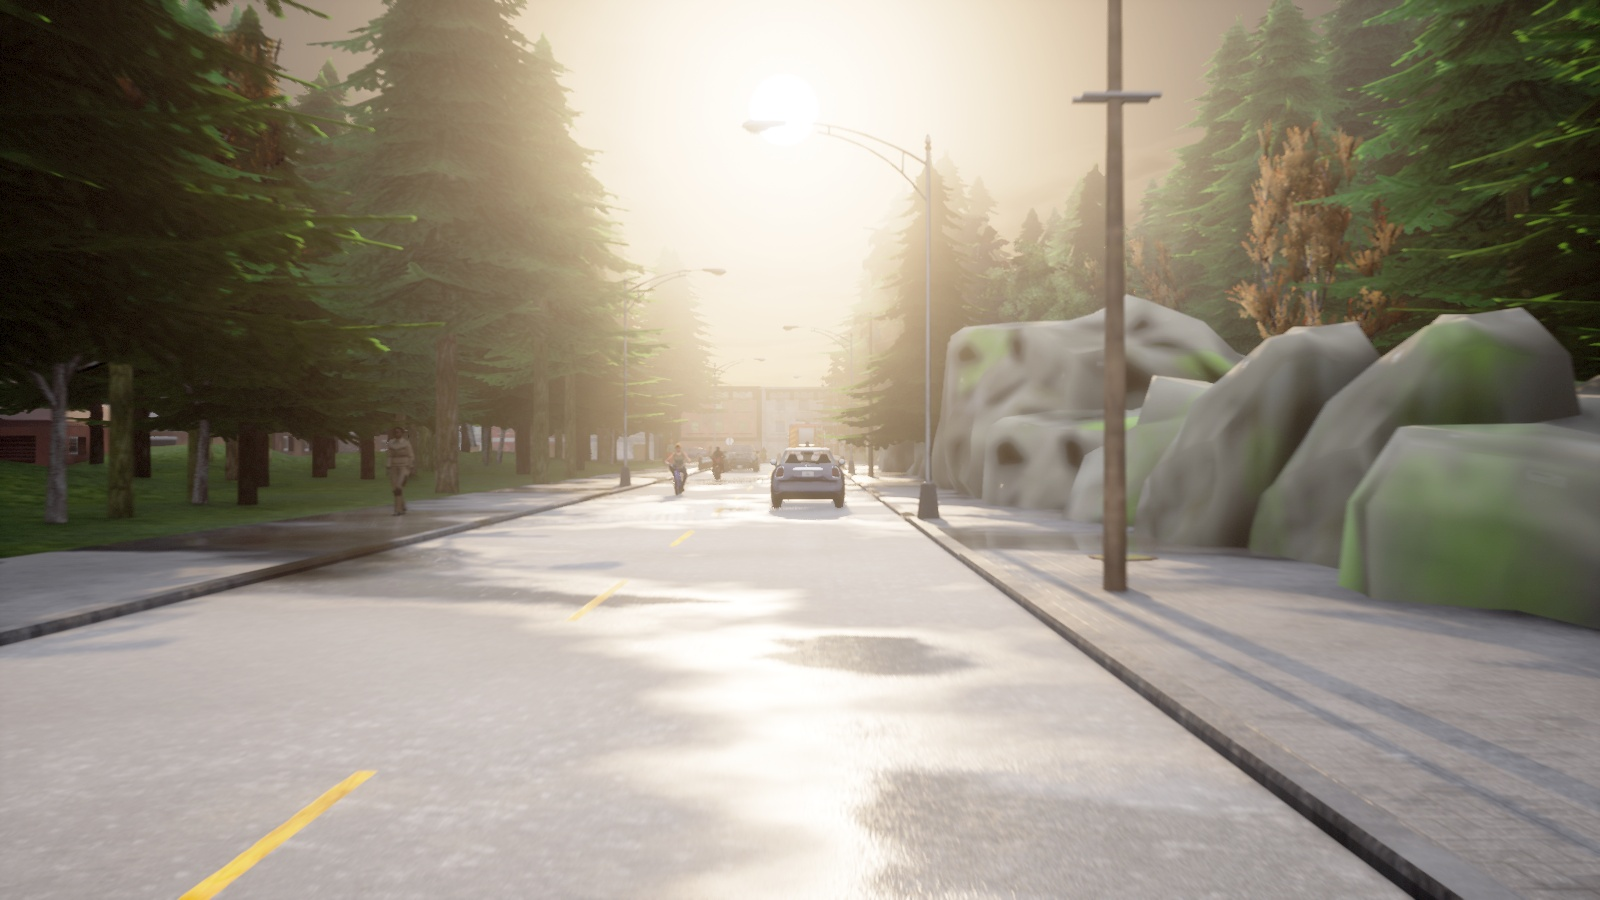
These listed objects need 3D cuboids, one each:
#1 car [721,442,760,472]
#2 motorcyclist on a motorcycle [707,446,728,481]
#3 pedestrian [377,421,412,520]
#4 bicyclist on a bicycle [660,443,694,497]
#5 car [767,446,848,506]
[{"bbox_3d":[-3.553,0.421,75.990,2.097,1.767,4.553,0,0,0],"label":"car"},{"bbox_3d":[-3.668,0.592,55.774,0.797,1.523,2.044,0,0,0],"label":"motorcyclist on a motorcycle"},{"bbox_3d":[-8.027,0.391,24.875,0.396,1.930,0.692,0,0,7],"label":"pedestrian"},{"bbox_3d":[-3.755,0.589,38.416,0.866,1.612,1.509,0,0,1],"label":"bicyclist on a bicycle"},{"bbox_3d":[0.200,0.634,32.600,1.970,1.475,3.806,0,0,0],"label":"car"}]
